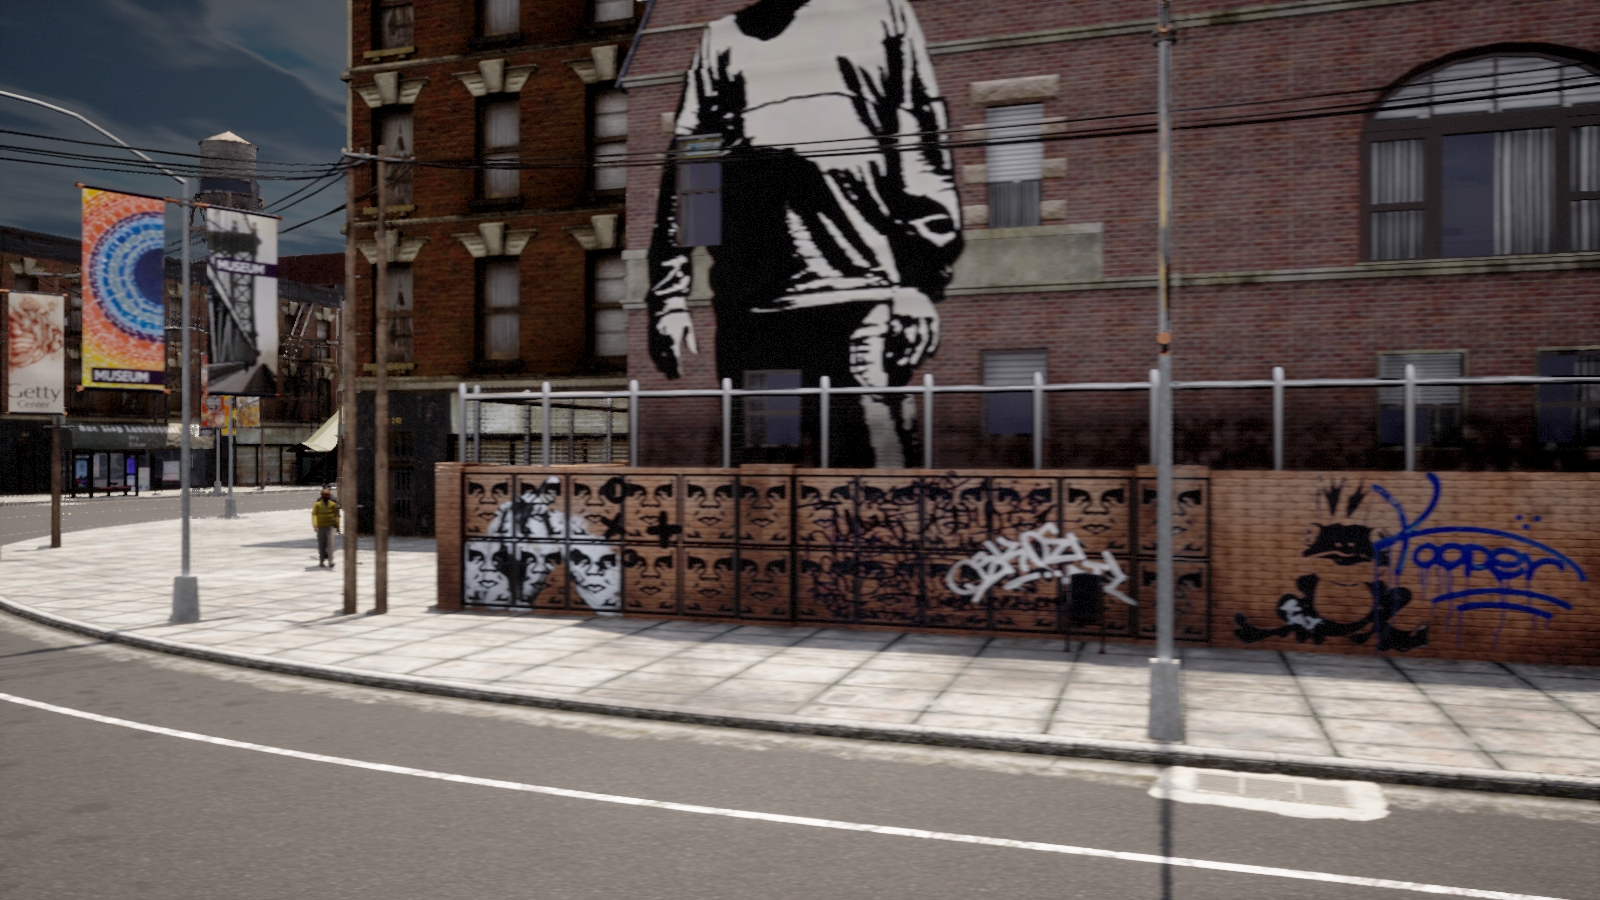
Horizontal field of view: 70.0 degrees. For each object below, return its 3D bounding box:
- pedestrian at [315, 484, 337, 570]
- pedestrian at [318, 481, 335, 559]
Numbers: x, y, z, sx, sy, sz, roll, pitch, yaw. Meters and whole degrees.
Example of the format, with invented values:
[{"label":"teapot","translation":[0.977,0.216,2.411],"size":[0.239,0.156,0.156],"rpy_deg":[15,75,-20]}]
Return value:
[{"label":"pedestrian","translation":[-10.458,1.698,25.224],"size":[0.375,1.860,0.375],"rpy_deg":[0,0,-34]},{"label":"pedestrian","translation":[-11.514,1.699,27.801],"size":[0.375,1.860,0.375],"rpy_deg":[0,0,-22]}]
